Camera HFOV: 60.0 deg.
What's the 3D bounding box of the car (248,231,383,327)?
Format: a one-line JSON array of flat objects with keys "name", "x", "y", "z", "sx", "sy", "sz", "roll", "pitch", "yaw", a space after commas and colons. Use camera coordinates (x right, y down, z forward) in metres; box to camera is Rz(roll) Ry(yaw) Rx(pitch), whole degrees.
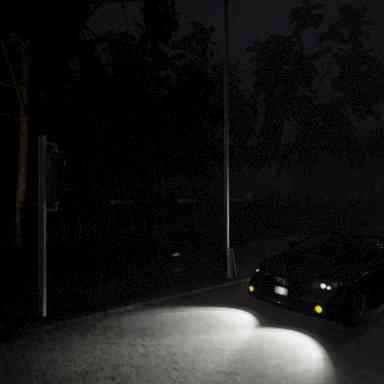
[{"name": "car", "x": 3.152, "y": 1.563, "z": 7.090, "sx": 4.181, "sy": 1.385, "sz": 1.994, "roll": 0, "pitch": 0, "yaw": -38}]
